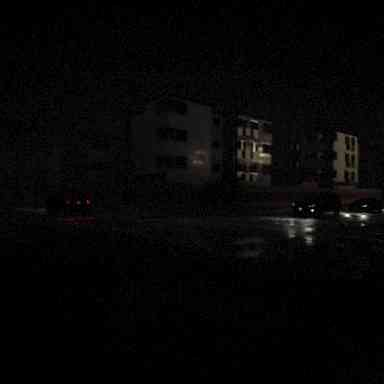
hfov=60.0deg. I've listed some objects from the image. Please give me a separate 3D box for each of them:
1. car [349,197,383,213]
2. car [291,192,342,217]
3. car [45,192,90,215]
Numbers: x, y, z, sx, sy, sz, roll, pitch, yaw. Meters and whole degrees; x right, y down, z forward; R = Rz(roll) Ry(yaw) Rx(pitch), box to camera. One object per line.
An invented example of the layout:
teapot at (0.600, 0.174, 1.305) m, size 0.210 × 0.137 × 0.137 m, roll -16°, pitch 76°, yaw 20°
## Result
car at (18.573, 1.321, 35.417) m, size 5.008 × 1.535 × 1.882 m, roll 0°, pitch 1°, yaw -40°
car at (10.948, 1.035, 28.942) m, size 5.566 × 2.045 × 2.150 m, roll 0°, pitch 1°, yaw -41°
car at (-9.796, 0.740, 26.032) m, size 2.097 × 1.767 × 4.553 m, roll 0°, pitch 2°, yaw -43°
